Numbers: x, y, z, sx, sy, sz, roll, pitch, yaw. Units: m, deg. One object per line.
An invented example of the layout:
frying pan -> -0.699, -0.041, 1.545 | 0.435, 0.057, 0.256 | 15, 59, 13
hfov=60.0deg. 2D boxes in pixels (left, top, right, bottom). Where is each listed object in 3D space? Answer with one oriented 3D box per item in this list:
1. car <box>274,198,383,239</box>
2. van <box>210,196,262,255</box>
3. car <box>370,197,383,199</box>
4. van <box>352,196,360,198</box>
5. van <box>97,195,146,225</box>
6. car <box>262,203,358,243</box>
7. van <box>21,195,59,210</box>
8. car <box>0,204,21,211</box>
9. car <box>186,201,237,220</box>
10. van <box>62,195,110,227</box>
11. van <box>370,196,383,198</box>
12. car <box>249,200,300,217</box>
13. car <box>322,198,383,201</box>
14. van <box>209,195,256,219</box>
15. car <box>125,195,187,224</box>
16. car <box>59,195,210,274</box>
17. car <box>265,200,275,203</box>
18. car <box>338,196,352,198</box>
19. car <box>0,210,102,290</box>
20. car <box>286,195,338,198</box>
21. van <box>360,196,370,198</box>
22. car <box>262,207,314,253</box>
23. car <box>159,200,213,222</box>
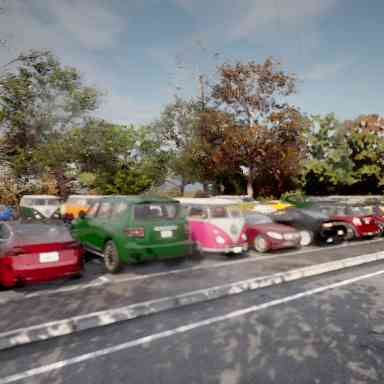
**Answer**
car -> 6.879, 1.392, 17.095 | 2.185, 1.767, 4.553 | 1, 0, -35
van -> 0.145, 1.221, 12.194 | 1.878, 1.987, 4.442 | 1, 0, -35
car -> 21.936, 1.752, 43.921 | 2.097, 1.535, 5.008 | 1, 0, -35
van -> 17.496, 1.479, 40.609 | 1.878, 1.987, 4.442 | 1, 0, -35
van -> -5.306, 1.244, 24.657 | 1.878, 1.987, 4.442 | 1, 0, -35
car -> 4.602, 1.494, 15.505 | 2.097, 1.535, 5.008 | 1, 0, -35
van -> -9.689, 1.197, 21.248 | 1.878, 1.987, 4.442 | 0, 0, -35
car -> -11.894, 1.427, 19.828 | 2.097, 1.535, 5.008 | -1, 0, -35
car -> 1.633, 1.581, 29.452 | 2.002, 1.452, 4.674 | 1, 0, -35
van -> -7.460, 1.221, 23.122 | 1.878, 1.987, 4.442 | 1, 0, -35
van -> 24.272, 1.552, 45.445 | 1.878, 1.987, 4.442 | 1, 0, -36
car -> 8.404, 1.611, 34.270 | 2.097, 1.535, 5.008 | 1, 0, -35
car -> 9.140, 1.415, 18.705 | 2.185, 1.767, 4.553 | 1, 0, -35
van -> 3.720, 1.337, 31.084 | 1.878, 1.987, 4.442 | 1, 0, -35
car -> -2.965, 1.242, 26.146 | 2.435, 2.045, 5.566 | 1, 0, -35
car -> -2.200, 1.172, 10.702 | 2.435, 2.045, 5.566 | 1, 0, -35
car -> 6.041, 1.627, 32.597 | 2.002, 1.452, 4.674 | 1, 0, -35
car -> 15.188, 1.430, 39.074 | 2.435, 2.045, 5.566 | 1, 0, -35
car -> -4.442, 1.459, 9.106 | 2.163, 1.488, 4.792 | 0, 0, -35
car -> 12.932, 1.407, 37.468 | 2.435, 2.045, 5.566 | 1, 0, -35
van -> 19.617, 1.502, 42.406 | 1.878, 1.987, 4.442 | 1, 0, -35
car -> 2.336, 1.510, 13.901 | 2.002, 1.452, 4.674 | 1, 0, -35
car -> -0.622, 1.517, 27.842 | 2.097, 1.535, 5.008 | 1, 0, -35
